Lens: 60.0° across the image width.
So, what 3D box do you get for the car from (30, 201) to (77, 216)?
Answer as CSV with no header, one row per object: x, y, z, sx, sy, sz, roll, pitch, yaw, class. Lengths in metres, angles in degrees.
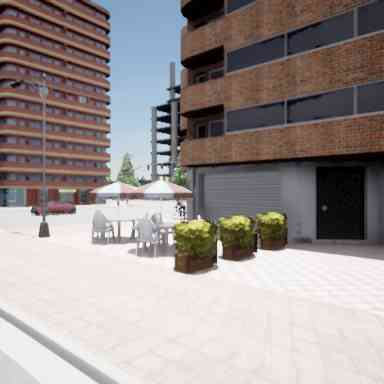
-13.651,1.567,32.942,1.994,1.385,4.181,0,0,42,car

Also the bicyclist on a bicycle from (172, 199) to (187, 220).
-0.971,1.327,25.441,1.656,1.620,0.582,0,0,42,bicyclist on a bicycle
